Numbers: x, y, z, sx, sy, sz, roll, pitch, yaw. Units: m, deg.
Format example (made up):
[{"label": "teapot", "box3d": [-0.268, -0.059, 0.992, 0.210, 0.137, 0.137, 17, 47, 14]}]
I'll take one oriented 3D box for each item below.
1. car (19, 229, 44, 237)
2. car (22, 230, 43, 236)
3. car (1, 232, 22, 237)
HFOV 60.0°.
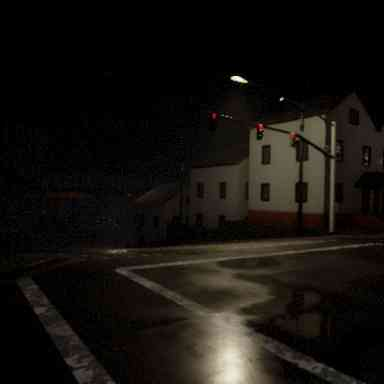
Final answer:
[{"label": "car", "box3d": [-39.323, 10.055, 81.691, 4.974, 1.542, 2.038, 2, -1, -7]}, {"label": "car", "box3d": [-39.370, 9.896, 81.688, 4.536, 1.218, 1.853, 2, -1, -7]}, {"label": "car", "box3d": [-43.228, 9.860, 77.931, 2.038, 1.542, 4.974, 1, -1, 18]}]
